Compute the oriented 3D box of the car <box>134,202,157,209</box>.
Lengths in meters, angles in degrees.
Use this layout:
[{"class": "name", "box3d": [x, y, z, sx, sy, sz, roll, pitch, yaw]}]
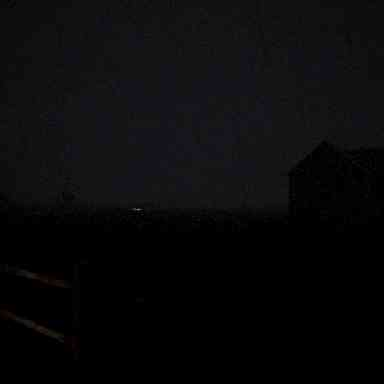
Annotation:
[{"class": "car", "box3d": [-9.198, 2.654, 66.447, 2.033, 1.411, 5.357, 1, -1, 36]}]
